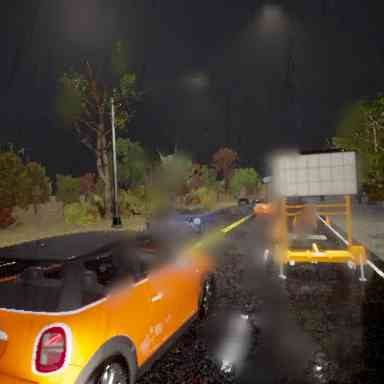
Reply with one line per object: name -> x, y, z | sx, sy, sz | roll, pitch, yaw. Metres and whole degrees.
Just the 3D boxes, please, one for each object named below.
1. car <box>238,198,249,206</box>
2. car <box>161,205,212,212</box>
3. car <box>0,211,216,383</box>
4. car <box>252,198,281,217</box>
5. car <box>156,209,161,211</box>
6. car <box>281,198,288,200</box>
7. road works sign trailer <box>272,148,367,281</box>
car -> 10.132, 1.873, 65.173 | 1.812, 1.442, 4.674 | -3, -1, 18
car -> 0.086, 1.700, 20.918 | 2.097, 1.767, 4.553 | -3, -1, 17
car -> -1.171, 1.354, 4.918 | 2.097, 1.767, 4.553 | 0, 0, 20
car -> 7.611, 1.511, 34.056 | 2.097, 1.767, 4.553 | -3, -1, 17
car -> -1.955, 1.988, 25.421 | 1.837, 1.490, 4.892 | -3, -1, 17
car -> 25.055, 1.144, 91.323 | 2.150, 2.045, 5.566 | -3, 0, 17
road works sign trailer -> 3.783, 0.538, 10.220 | 2.380, 3.560, 2.880 | -3, -1, 17
